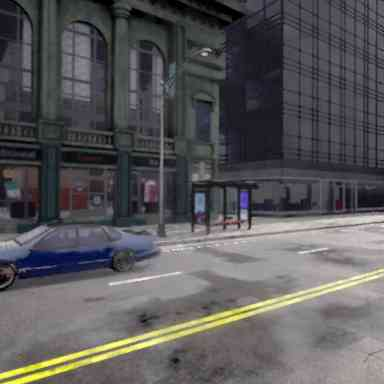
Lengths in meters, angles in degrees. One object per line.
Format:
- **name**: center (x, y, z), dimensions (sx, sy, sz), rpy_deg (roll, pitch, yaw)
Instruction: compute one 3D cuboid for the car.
- **car**: center (-3.489, 1.556, 9.176), dimensions (5.357, 1.411, 2.033), rpy_deg (0, 0, -35)
